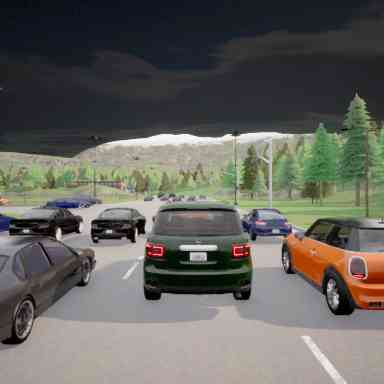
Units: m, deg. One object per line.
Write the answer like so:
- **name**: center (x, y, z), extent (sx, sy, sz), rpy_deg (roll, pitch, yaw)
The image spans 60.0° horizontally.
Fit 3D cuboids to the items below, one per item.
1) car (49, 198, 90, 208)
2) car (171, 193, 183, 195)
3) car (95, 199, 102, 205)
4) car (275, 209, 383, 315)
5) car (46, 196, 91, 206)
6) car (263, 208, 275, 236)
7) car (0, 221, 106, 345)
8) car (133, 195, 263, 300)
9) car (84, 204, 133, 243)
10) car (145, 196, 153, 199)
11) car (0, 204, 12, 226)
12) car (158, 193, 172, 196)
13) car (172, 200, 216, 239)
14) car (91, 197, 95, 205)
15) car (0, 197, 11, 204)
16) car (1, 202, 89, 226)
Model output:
- **car**: center (-17.633, 1.547, 48.187), extent (5.357, 1.411, 2.033), rpy_deg (0, 0, -14)
- **car**: center (-3.453, 1.553, 79.856), extent (1.994, 1.385, 4.181), rpy_deg (0, 0, 0)
- **car**: center (-16.620, 1.351, 52.714), extent (4.553, 1.767, 2.097), rpy_deg (0, 0, -25)
- **car**: center (3.601, 1.352, 7.703), extent (2.097, 1.767, 4.553), rpy_deg (0, 0, 0)
- **car**: center (-15.619, 1.477, 41.660), extent (5.008, 1.535, 1.882), rpy_deg (0, 0, -16)
- **car**: center (3.612, 1.526, 16.603), extent (1.812, 1.442, 4.674), rpy_deg (0, 0, 0)
- **car**: center (-3.399, 1.547, 6.305), extent (2.033, 1.411, 5.357), rpy_deg (0, 0, 0)
- **car**: center (0.108, 1.221, 8.502), extent (2.150, 2.045, 5.566), rpy_deg (0, 0, 0)
- **car**: center (-3.391, 1.478, 16.132), extent (1.882, 1.535, 5.008), rpy_deg (0, 0, 0)
- **car**: center (-10.450, 1.553, 81.981), extent (1.994, 1.385, 4.181), rpy_deg (0, 0, 0)
- **car**: center (-10.390, 1.526, 16.334), extent (1.812, 1.442, 4.674), rpy_deg (0, 0, 0)
- **car**: center (-6.947, 1.540, 86.564), extent (2.033, 1.411, 5.357), rpy_deg (0, 0, 0)
- **car**: center (0.111, 1.352, 18.024), extent (2.097, 1.767, 4.553), rpy_deg (0, 0, 0)
- **car**: center (-16.348, 1.548, 45.106), extent (5.357, 1.411, 2.033), rpy_deg (0, 0, -15)
- **car**: center (-30.129, 1.352, 50.772), extent (4.553, 1.767, 2.097), rpy_deg (0, 0, 0)
- **car**: center (-6.890, 1.478, 16.303), extent (1.882, 1.535, 5.008), rpy_deg (0, 0, 0)
